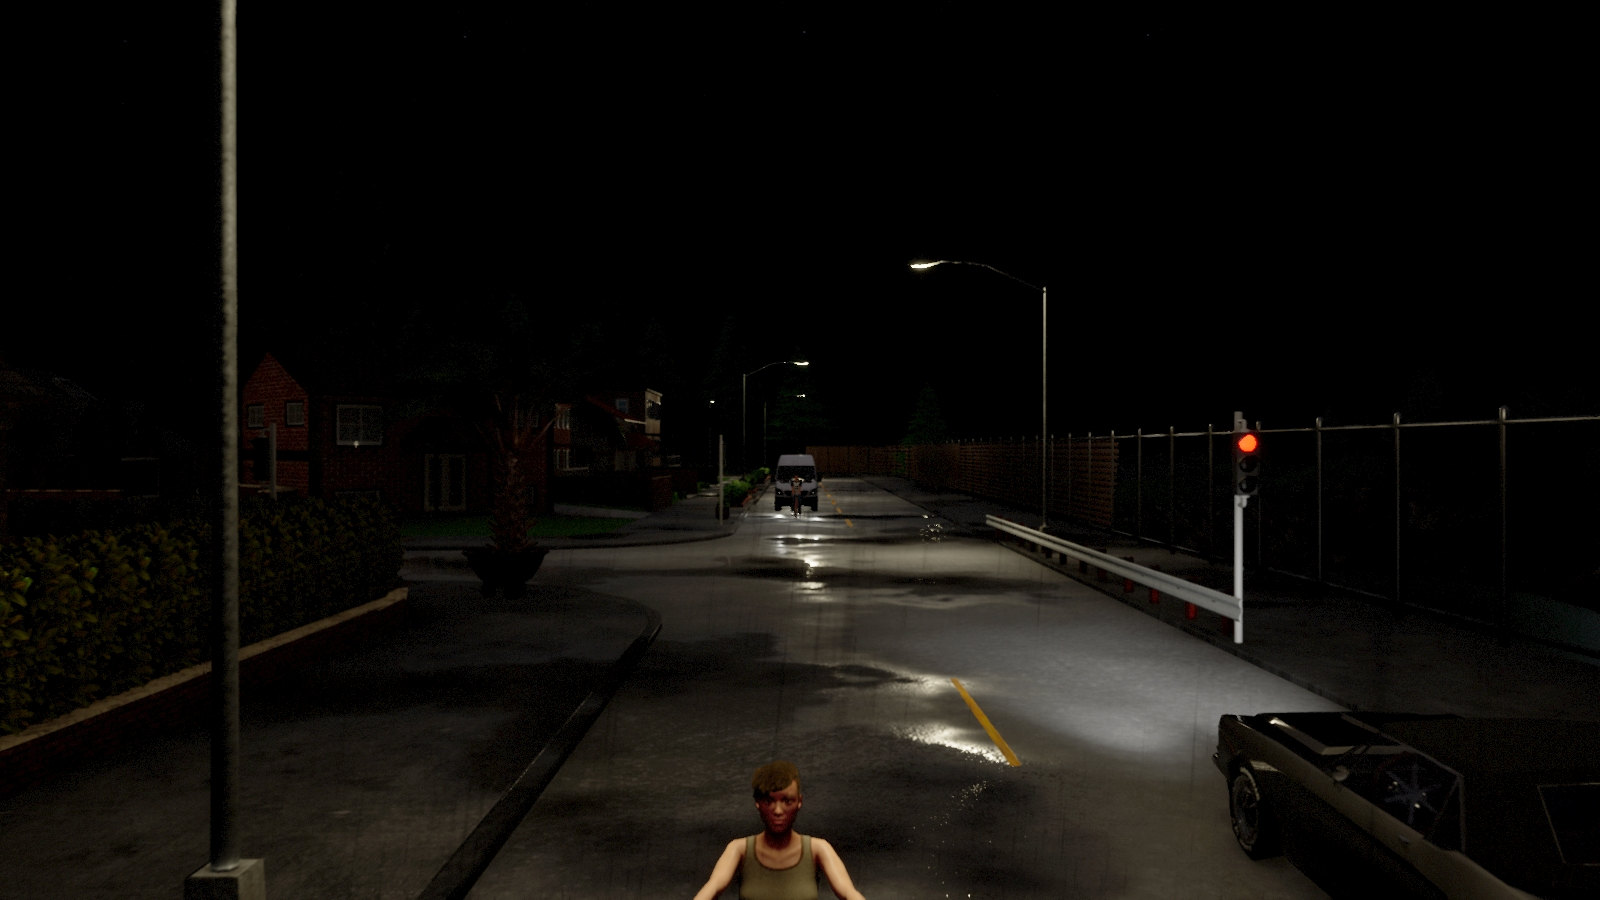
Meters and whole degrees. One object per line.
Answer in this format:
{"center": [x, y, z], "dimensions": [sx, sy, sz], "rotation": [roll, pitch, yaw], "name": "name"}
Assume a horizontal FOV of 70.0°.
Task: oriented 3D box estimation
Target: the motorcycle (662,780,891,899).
{"center": [-0.080, 2.151, 3.984], "dimensions": [0.764, 1.307, 2.356], "rotation": [0, 0, -1], "name": "motorcycle"}

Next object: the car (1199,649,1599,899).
{"center": [3.964, 2.150, 6.266], "dimensions": [1.895, 1.301, 4.718], "rotation": [0, 0, 0], "name": "car"}
